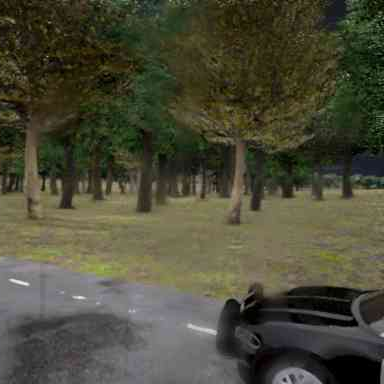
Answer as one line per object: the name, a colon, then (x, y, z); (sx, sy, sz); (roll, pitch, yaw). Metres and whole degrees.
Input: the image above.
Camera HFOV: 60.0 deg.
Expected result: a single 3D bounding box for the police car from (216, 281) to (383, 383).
police car: (2.767, 1.469, 3.104); (5.238, 1.638, 1.930); (1, 0, 30)
